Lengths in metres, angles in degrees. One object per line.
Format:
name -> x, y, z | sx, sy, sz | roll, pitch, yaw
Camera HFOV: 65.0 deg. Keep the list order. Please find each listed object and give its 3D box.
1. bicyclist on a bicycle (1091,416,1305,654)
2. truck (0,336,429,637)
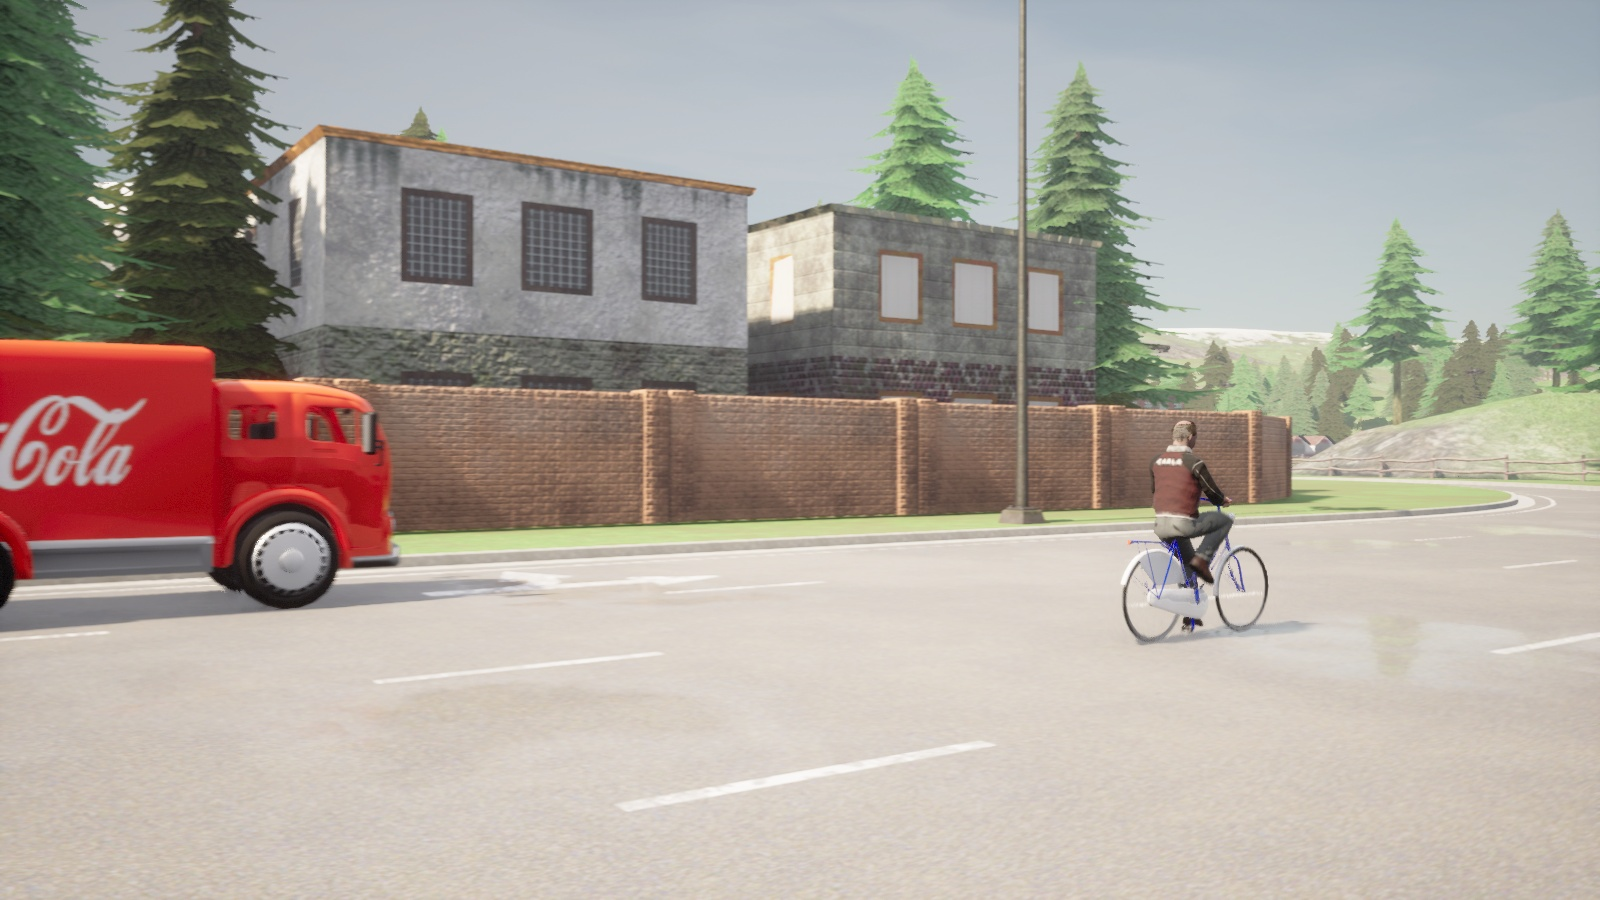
bicyclist on a bicycle -> 3.248, 0.633, 10.185 | 1.843, 1.776, 0.659 | 0, 0, -35
truck -> -6.528, 0.301, 11.910 | 5.204, 2.467, 2.627 | 0, 0, -35
